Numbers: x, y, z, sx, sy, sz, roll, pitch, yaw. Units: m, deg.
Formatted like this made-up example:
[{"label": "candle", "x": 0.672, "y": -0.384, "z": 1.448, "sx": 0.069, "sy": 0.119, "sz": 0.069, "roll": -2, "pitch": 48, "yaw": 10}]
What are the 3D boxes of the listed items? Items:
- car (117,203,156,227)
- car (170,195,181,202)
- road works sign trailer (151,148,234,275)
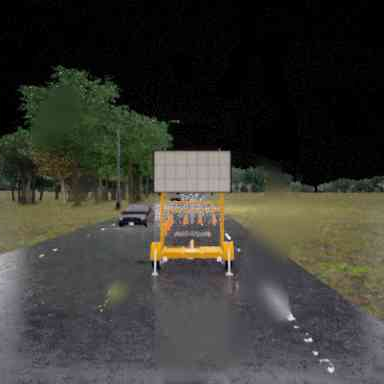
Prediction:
[{"label": "car", "x": -3.544, "y": 1.479, "z": 22.253, "sx": 2.033, "sy": 1.411, "sz": 5.357, "roll": 0, "pitch": 0, "yaw": 0}, {"label": "car", "x": -3.122, "y": 1.273, "z": 63.983, "sx": 1.895, "sy": 1.301, "sz": 4.718, "roll": 0, "pitch": 1, "yaw": 1}, {"label": "road works sign trailer", "x": 0.010, "y": 0.439, "z": 10.313, "sx": 2.380, "sy": 3.560, "sz": 2.880, "roll": 0, "pitch": 0, "yaw": 0}]
